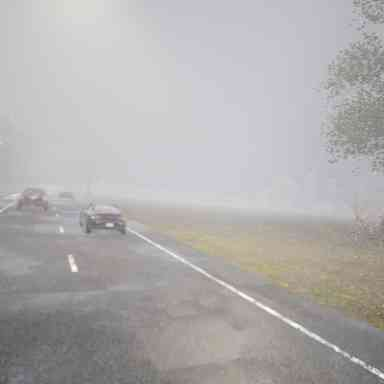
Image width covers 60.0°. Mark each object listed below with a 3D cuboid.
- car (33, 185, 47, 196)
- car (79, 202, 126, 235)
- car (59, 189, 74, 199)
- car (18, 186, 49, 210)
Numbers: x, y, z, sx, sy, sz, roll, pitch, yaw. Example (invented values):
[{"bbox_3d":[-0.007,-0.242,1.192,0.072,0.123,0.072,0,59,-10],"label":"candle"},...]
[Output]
[{"bbox_3d":[-23.992,-0.270,52.680,1.882,1.535,5.008,5,0,-24],"label":"car"},{"bbox_3d":[-4.555,1.227,16.868,1.812,1.442,4.674,5,0,-24],"label":"car"},{"bbox_3d":[-18.317,0.229,48.395,1.812,1.442,4.674,5,0,-24],"label":"car"},{"bbox_3d":[-12.789,0.420,27.040,2.097,1.767,4.553,5,0,-24],"label":"car"}]
